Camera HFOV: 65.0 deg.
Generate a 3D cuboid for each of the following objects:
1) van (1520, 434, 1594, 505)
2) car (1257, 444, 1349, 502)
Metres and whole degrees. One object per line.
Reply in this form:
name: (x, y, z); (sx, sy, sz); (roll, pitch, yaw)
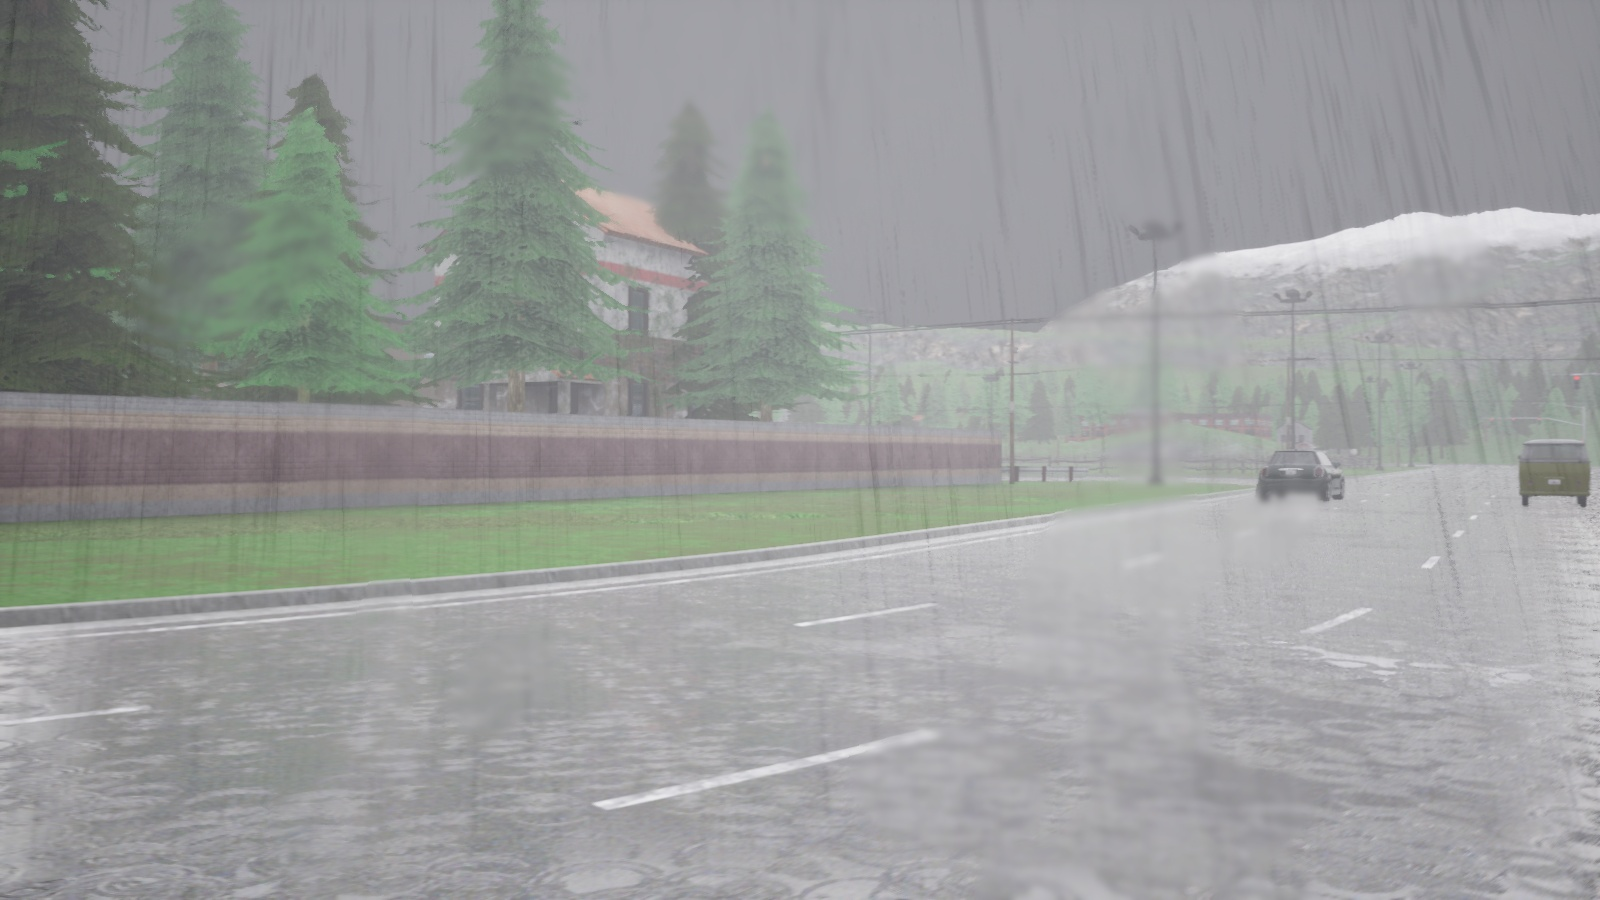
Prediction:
van: (22.566, 0.562, 37.501); (1.775, 1.987, 4.442); (0, 0, 30)
car: (16.404, 0.696, 40.833); (2.097, 1.767, 4.553); (0, 0, 30)
